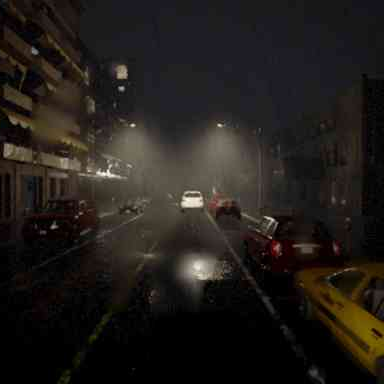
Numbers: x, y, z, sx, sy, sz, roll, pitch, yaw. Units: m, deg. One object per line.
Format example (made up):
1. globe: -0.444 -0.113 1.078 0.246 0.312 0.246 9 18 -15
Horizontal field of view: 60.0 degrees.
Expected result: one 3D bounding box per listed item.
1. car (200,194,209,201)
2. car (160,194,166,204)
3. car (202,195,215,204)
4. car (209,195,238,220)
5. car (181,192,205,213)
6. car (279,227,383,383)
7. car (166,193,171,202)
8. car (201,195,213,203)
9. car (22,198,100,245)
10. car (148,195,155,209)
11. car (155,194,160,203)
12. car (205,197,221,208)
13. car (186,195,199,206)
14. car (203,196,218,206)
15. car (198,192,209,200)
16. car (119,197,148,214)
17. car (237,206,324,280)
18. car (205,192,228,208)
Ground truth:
1. car: 2.617 1.106 70.797 1.752 1.417 4.829 0 0 0
2. car: -5.747 1.106 53.999 1.967 1.590 4.097 0 0 0
3. car: 2.634 1.217 54.008 2.008 1.369 4.403 0 0 0
4. car: 2.664 1.266 26.314 1.967 1.590 4.097 0 0 0
5. car: 0.064 0.995 34.079 2.150 2.045 5.566 0 0 0
6. car: 2.686 1.495 4.327 1.752 1.417 4.829 0 0 0
7. car: -5.758 1.050 65.079 1.967 1.590 4.097 0 0 0
8. car: 2.628 1.204 59.548 1.947 1.339 4.313 0 0 0
9. car: -5.705 1.213 15.225 2.192 1.841 5.009 0 0 0
10. car: -5.728 1.307 37.384 2.008 1.369 4.403 0 0 0
11. car: -5.734 1.275 42.922 2.008 1.369 4.403 0 0 0
12. car: 2.646 1.306 42.931 1.802 1.307 4.206 0 0 0
13. car: 0.051 1.224 47.776 1.812 1.442 4.674 0 0 0
14. car: 2.640 1.260 48.471 1.947 1.339 4.313 0 0 0
15. car: 2.612 0.869 76.165 2.192 1.841 5.009 0 0 0
16. car: -5.723 1.356 31.846 1.947 1.339 4.313 0 0 0
17. car: 2.681 1.374 9.696 1.967 1.590 4.097 0 0 0
18. car: 2.658 1.105 31.853 2.192 1.841 5.009 0 0 0
